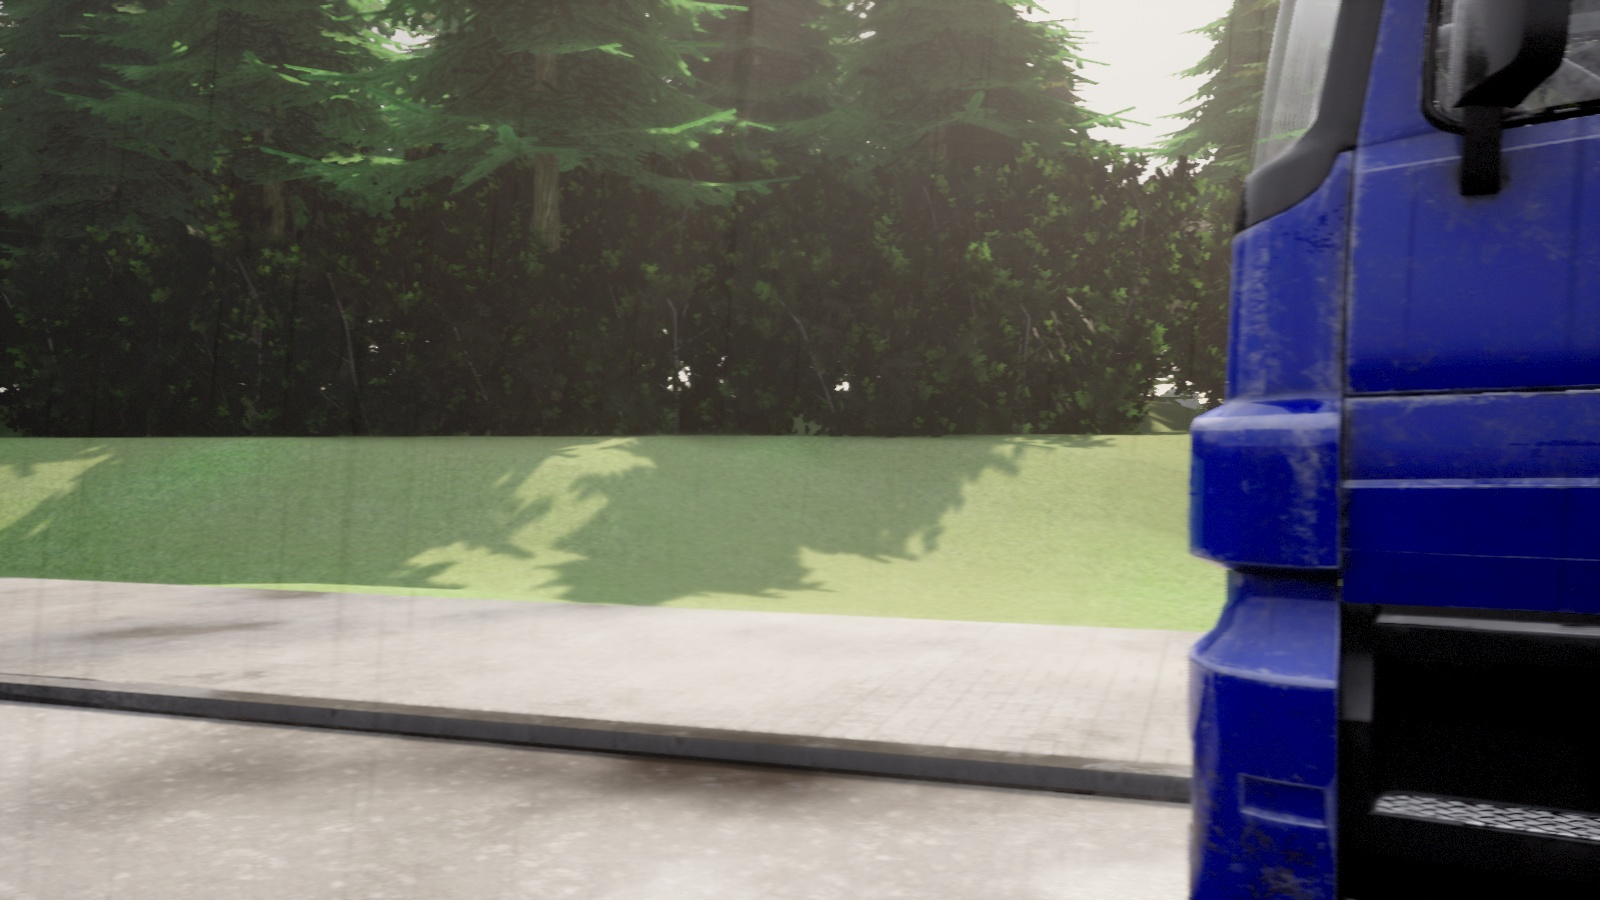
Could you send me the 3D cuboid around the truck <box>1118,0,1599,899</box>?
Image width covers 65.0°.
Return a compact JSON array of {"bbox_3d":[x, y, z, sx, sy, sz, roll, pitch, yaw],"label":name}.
[{"bbox_3d":[4.872,-0.170,2.095,7.936,3.462,2.891,1,1,28],"label":"truck"}]
